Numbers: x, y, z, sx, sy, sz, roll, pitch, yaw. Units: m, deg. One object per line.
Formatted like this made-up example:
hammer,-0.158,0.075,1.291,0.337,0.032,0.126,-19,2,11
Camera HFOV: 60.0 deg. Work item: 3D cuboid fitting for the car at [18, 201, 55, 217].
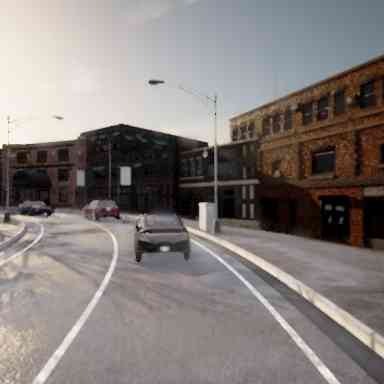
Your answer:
car,-15.024,1.556,31.890,2.033,1.411,5.357,1,-1,-43

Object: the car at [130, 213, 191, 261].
car,-1.246,1.525,12.528,2.128,1.511,4.902,0,0,-10

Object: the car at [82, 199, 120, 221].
car,-7.826,1.415,28.423,2.097,1.767,4.553,1,0,-33
